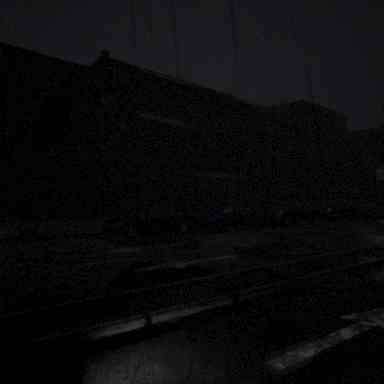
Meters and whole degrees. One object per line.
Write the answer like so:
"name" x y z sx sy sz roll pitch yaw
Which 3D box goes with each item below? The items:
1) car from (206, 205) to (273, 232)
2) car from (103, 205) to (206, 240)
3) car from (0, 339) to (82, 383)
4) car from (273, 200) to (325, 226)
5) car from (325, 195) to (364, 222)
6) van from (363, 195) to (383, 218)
"car" 2.429 1.503 20.210 4.674 1.452 2.002 0 0 -36
"car" -2.056 1.456 16.992 4.892 1.521 2.231 0 0 -36
"car" -2.894 1.502 1.376 4.892 1.490 1.837 0 0 -36
"car" 6.841 1.345 23.375 4.553 1.767 2.185 0 0 -36
"car" 11.331 1.353 26.595 4.553 1.767 2.185 0 0 -36
"van" 15.701 1.261 29.729 4.442 1.987 1.878 0 0 -36
